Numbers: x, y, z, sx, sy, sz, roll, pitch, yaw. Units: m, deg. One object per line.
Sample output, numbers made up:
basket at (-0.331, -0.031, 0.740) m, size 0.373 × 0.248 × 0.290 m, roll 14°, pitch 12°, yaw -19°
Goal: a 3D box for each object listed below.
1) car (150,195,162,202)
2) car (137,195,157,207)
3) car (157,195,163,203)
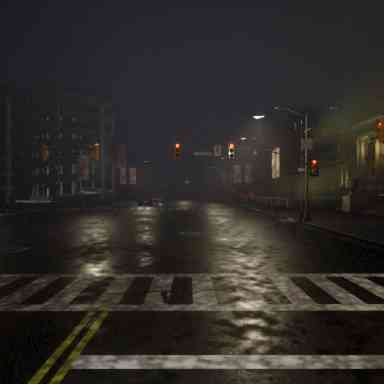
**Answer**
car at (-8.510, 1.500, 78.377) m, size 1.837 × 1.490 × 4.892 m, roll 0°, pitch 0°, yaw -18°
car at (-7.016, 1.547, 50.343) m, size 2.033 × 1.411 × 5.357 m, roll 0°, pitch 0°, yaw 0°
car at (-6.987, 1.477, 66.810) m, size 1.882 × 1.535 × 5.008 m, roll 0°, pitch 0°, yaw 1°
